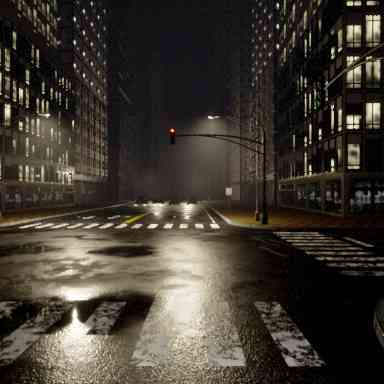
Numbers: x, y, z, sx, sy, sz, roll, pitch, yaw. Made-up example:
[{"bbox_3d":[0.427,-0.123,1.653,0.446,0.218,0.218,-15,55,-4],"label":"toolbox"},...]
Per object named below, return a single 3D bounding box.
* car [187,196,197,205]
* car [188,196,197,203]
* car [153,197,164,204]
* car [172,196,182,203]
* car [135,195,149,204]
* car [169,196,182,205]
[{"bbox_3d":[0.064,1.648,60.140,2.033,1.411,5.357,0,0,0],"label":"car"},{"bbox_3d":[0.075,1.583,70.588,1.895,1.301,4.718,0,0,0],"label":"car"},{"bbox_3d":[-6.432,1.680,64.315,1.994,1.385,4.181,0,0,0],"label":"car"},{"bbox_3d":[-3.176,1.523,70.145,1.994,1.385,4.181,0,0,0],"label":"car"},{"bbox_3d":[-9.682,1.468,64.349,2.097,1.767,4.553,0,0,0],"label":"car"},{"bbox_3d":[-3.187,1.647,59.727,2.033,1.411,5.357,0,0,0],"label":"car"}]
